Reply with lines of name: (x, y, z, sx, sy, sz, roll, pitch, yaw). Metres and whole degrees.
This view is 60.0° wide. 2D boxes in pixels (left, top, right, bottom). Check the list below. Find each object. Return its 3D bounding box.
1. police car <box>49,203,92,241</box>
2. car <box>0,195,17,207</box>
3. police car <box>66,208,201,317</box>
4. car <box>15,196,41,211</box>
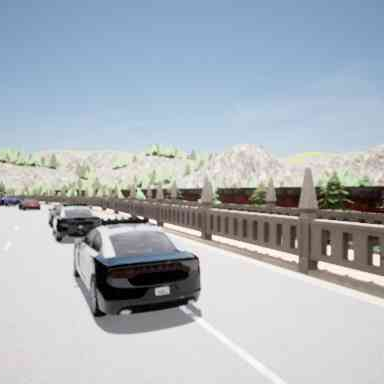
police car: (-5.930, 1.394, 16.777, 1.930, 1.638, 5.238, 0, 0, -26)
car: (-27.892, 1.270, 51.163, 2.097, 1.767, 4.553, 0, 0, -42)
police car: (-1.602, 1.409, 7.763, 1.930, 1.638, 5.238, 0, 0, -26)
car: (-19.863, 1.496, 40.607, 1.994, 1.385, 4.181, 0, 0, -35)
